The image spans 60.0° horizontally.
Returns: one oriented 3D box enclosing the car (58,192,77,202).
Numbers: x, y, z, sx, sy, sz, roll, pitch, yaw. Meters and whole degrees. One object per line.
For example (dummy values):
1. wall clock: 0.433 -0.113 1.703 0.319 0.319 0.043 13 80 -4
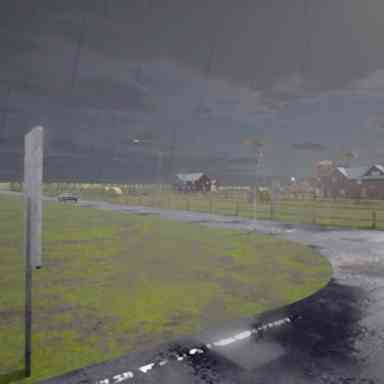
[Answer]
1. car: -18.695 0.718 49.916 1.994 1.385 4.181 1 1 -36
